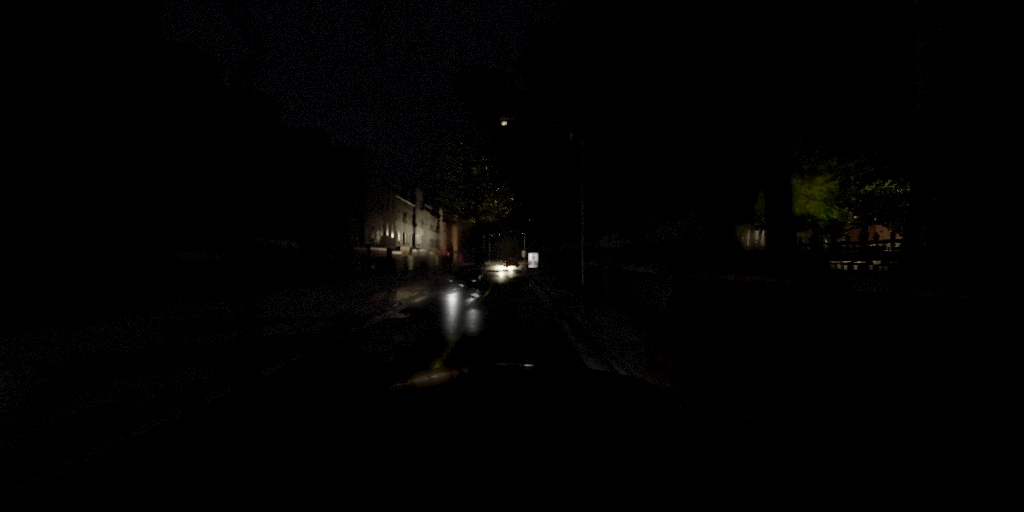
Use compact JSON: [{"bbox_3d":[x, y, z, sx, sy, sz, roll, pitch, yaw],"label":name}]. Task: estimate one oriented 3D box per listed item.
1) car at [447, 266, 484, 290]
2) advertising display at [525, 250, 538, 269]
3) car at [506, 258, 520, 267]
[{"bbox_3d":[-2.853,1.329,23.247,2.033,1.411,5.357,0,0,0],"label":"car"},{"bbox_3d":[3.005,0.717,50.106,1.540,2.440,0.280,0,0,0],"label":"advertising display"},{"bbox_3d":[0.195,1.141,61.315,1.882,1.535,5.008,-1,0,7],"label":"car"}]
